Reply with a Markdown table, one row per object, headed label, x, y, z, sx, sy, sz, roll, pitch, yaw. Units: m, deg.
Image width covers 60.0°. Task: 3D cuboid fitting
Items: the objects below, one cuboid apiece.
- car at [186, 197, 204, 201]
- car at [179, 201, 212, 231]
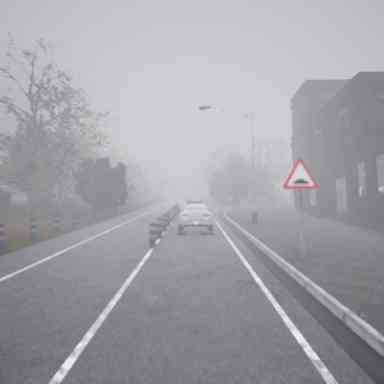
| label | x | y | z | sx | sy | sz | roll | pitch | yaw |
| --- | --- | --- | --- | --- | --- | --- | --- | --- | --- |
| car | 0.293 | 1.336 | 37.720 | 1.882 | 1.535 | 5.008 | -2 | 0 | 0 |
| car | 0.204 | 1.430 | 19.625 | 1.812 | 1.442 | 4.674 | -1 | -1 | 0 |
